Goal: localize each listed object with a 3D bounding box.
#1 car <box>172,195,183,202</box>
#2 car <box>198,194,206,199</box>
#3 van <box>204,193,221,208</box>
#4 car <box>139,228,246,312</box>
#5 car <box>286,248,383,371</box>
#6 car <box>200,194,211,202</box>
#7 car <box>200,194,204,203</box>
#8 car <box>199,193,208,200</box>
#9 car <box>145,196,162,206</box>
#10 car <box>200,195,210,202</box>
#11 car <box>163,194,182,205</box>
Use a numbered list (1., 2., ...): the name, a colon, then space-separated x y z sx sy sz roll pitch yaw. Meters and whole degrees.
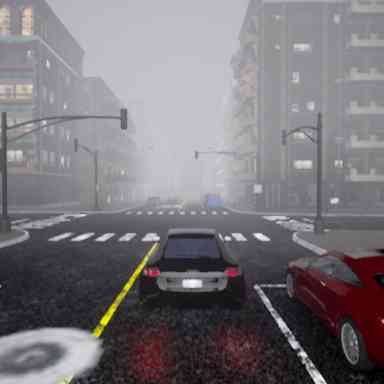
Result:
1. car: -2.988 1.273 69.219 2.033 1.411 5.357 0 0 0
2. car: 2.767 1.266 92.921 1.947 1.339 4.313 -1 0 0
3. van: 2.817 1.147 43.252 1.690 1.788 3.998 -1 0 0
4. car: 0.003 1.522 7.690 1.994 1.385 4.181 0 0 0
5. car: 2.793 1.552 5.352 1.802 1.307 4.206 0 0 0
6. car: 2.691 1.185 65.312 1.967 1.590 4.097 -1 0 0
7. car: 2.729 1.103 48.749 2.192 1.841 5.009 -1 0 0
8. car: 2.741 1.154 81.875 1.967 1.590 4.097 -1 0 0
9. car: -5.834 1.370 48.802 1.802 1.307 4.206 -1 0 0
10. car: 2.693 1.279 70.833 1.887 1.381 4.507 -1 0 0
11. car: -3.077 1.376 52.846 1.895 1.301 4.718 0 0 0
